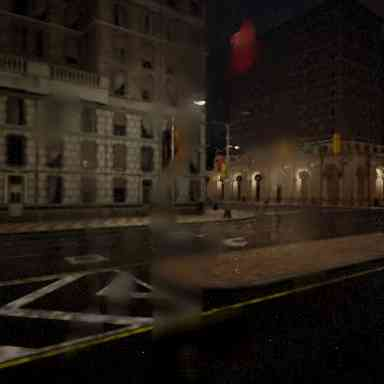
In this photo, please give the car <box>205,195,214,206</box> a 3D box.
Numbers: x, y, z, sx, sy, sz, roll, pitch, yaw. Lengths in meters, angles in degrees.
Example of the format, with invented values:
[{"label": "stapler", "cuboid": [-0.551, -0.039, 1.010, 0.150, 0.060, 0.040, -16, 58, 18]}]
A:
[{"label": "car", "cuboid": [1.328, 1.284, 56.202, 2.150, 2.045, 5.566, 0, 0, -34]}]
